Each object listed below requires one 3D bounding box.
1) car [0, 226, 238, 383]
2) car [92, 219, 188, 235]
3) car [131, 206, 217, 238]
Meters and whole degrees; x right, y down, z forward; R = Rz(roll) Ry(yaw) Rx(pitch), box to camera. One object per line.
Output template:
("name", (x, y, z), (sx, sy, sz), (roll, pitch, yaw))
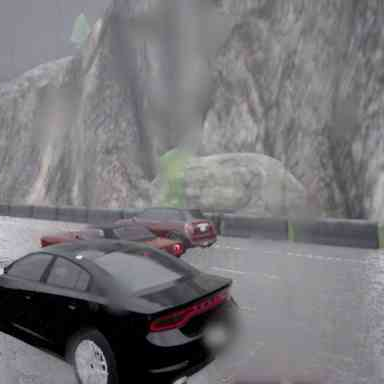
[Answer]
("car", (-1.727, 1.490, 5.226), (5.008, 1.535, 1.882), (0, 0, 36))
("car", (-2.645, 1.621, 10.182), (4.718, 1.301, 1.895), (0, 0, 36))
("car", (-1.321, 1.373, 13.537), (4.553, 1.767, 2.097), (0, 0, 36))
